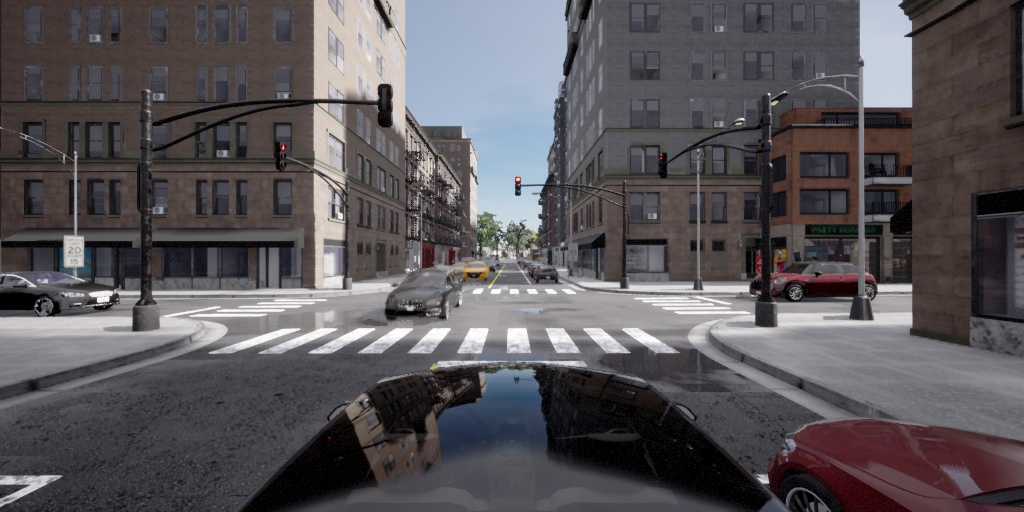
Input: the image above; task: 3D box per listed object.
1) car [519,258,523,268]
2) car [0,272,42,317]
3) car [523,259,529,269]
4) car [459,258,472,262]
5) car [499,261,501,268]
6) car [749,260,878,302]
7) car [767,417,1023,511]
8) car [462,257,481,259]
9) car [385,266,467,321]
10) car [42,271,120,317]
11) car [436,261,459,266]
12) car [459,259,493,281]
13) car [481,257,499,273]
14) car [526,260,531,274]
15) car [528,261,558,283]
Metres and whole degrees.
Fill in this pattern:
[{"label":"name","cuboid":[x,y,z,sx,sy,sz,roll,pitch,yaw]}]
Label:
[{"label":"car","cuboid":[2.504,1.306,55.195,2.007,1.370,4.403,0,0,0]},{"label":"car","cuboid":[-5.398,1.065,0.758,2.192,1.841,5.009,0,0,0]},{"label":"car","cuboid":[2.545,1.303,38.749,2.007,1.370,4.403,0,0,0]},{"label":"car","cuboid":[-5.504,1.278,38.559,1.751,1.417,4.829,0,0,0]},{"label":"car","cuboid":[-2.902,1.304,62.361,2.033,1.411,5.357,0,0,0]},{"label":"car","cuboid":[13.223,1.036,15.965,4.553,1.767,2.097,0,0,0]},{"label":"car","cuboid":[2.640,1.332,0.778,1.802,1.307,4.207,0,0,0]},{"label":"car","cuboid":[-5.516,1.068,44.211,2.192,1.841,5.009,0,0,0]},{"label":"car","cuboid":[-2.883,1.259,12.550,1.837,1.490,4.892,0,0,0]},{"label":"car","cuboid":[-17.098,1.310,12.900,4.902,1.511,2.128,0,0,1]},{"label":"car","cuboid":[-5.480,1.277,27.596,1.751,1.417,4.829,0,0,0]},{"label":"car","cuboid":[-2.922,1.229,29.899,1.882,1.535,5.008,0,0,0]},{"label":"car","cuboid":[-2.948,1.258,44.542,1.837,1.490,4.892,0,0,0]},{"label":"car","cuboid":[2.559,1.297,33.267,1.888,1.381,4.507,0,0,0]},{"label":"car","cuboid":[2.572,1.302,27.786,2.007,1.370,4.403,0,0,0]}]
